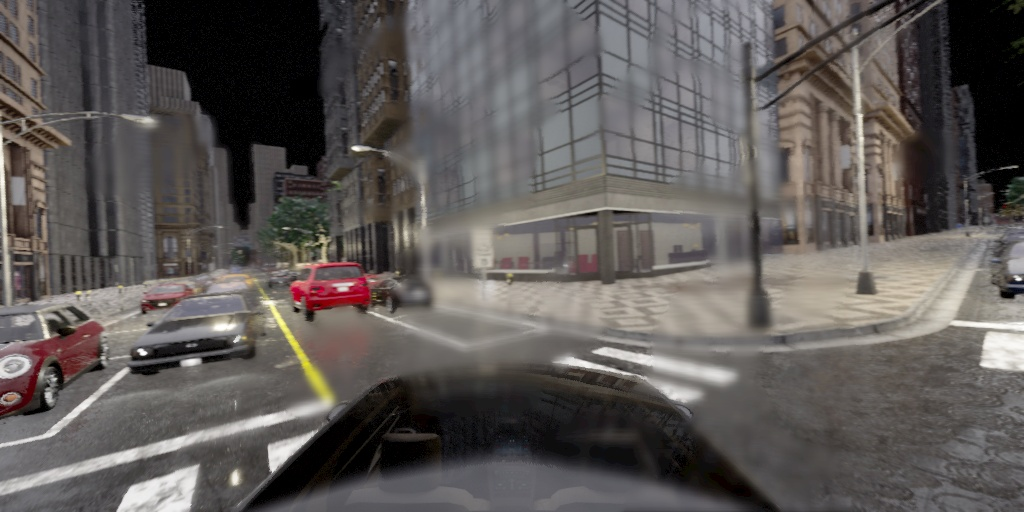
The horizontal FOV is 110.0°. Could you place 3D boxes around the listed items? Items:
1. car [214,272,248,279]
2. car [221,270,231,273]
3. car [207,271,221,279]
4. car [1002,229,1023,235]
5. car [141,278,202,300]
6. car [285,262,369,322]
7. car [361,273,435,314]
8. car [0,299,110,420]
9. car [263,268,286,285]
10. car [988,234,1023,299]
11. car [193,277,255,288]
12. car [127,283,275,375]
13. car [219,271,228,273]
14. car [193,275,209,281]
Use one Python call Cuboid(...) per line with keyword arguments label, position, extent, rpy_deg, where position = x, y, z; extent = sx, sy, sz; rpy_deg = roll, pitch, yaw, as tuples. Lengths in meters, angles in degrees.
Cuboid(label="car", position=(-19.506, 2.135, 25.415), extent=(1.882, 1.535, 5.008), rpy_deg=(-3, 0, -36))
Cuboid(label="car", position=(-40.842, 3.073, 49.950), extent=(1.967, 1.591, 4.097), rpy_deg=(0, 0, -36))
Cuboid(label="car", position=(-27.837, 2.485, 32.275), extent=(1.967, 1.591, 4.097), rpy_deg=(0, 0, -36))
Cuboid(label="car", position=(22.321, -0.347, 15.378), extent=(4.181, 1.385, 1.994), rpy_deg=(-4, 1, -35))
Cuboid(label="car", position=(-18.083, 2.140, 19.019), extent=(1.888, 1.381, 4.507), rpy_deg=(0, 0, -36))
Cuboid(label="car", position=(-7.523, 1.321, 14.626), extent=(2.150, 2.045, 5.566), rpy_deg=(-3, 0, -38))
Cuboid(label="car", position=(-4.723, 1.534, 15.236), extent=(1.948, 1.339, 4.313), rpy_deg=(0, 0, -36))
Cuboid(label="car", position=(-8.350, 1.586, 5.789), extent=(1.967, 1.591, 4.097), rpy_deg=(0, 0, -37))
Cuboid(label="car", position=(-23.244, 2.318, 35.798), extent=(2.128, 1.511, 4.902), rpy_deg=(-3, 0, -36))
Cuboid(label="car", position=(14.216, 0.248, 9.475), extent=(5.357, 1.411, 2.033), rpy_deg=(-4, 1, -39))
Cuboid(label="car", position=(-13.363, 1.921, 17.057), extent=(2.033, 1.411, 5.357), rpy_deg=(-3, 0, -37))
Cuboid(label="car", position=(-7.305, 1.641, 8.912), extent=(2.033, 1.411, 5.357), rpy_deg=(-3, 0, -31))
Cuboid(label="car", position=(-37.490, 3.012, 45.395), extent=(1.751, 1.417, 4.829), rpy_deg=(0, 0, -36))
Cuboid(label="car", position=(-21.233, 2.271, 23.301), extent=(1.751, 1.417, 4.829), rpy_deg=(0, 0, -36))
